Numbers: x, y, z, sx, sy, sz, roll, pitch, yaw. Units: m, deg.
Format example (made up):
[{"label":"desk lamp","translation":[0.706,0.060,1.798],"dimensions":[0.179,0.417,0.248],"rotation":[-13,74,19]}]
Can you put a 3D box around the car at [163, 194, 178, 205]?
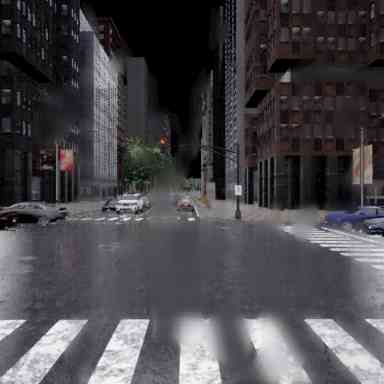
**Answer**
[{"label":"car","translation":[-3.576,1.548,60.513],"dimensions":[2.128,1.511,4.902],"rotation":[0,0,-1]}]

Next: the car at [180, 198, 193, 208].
[{"label":"car","translation":[-0.817,1.614,49.853],"dimensions":[1.802,1.307,4.206],"rotation":[0,0,-1]}]

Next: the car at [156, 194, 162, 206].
[{"label":"car","translation":[-6.717,1.398,55.792],"dimensions":[2.097,1.767,4.553],"rotation":[0,0,0]}]

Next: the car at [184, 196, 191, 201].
[{"label":"car","translation":[-1.222,1.696,93.252],"dimensions":[1.887,1.381,4.507],"rotation":[0,0,-1]}]

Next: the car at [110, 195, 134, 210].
[{"label":"car","translation":[-9.292,1.335,44.354],"dimensions":[2.192,1.841,5.009],"rotation":[0,0,-1]}]

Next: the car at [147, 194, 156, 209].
[{"label":"car","translation":[-6.634,1.375,45.591],"dimensions":[2.097,1.767,4.553],"rotation":[0,0,0]}]

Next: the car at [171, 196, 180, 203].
[{"label":"car","translation":[-3.815,1.694,75.834],"dimensions":[1.895,1.301,4.718],"rotation":[0,0,-1]}]

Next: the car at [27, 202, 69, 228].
[{"label":"car","translation":[-10.280,1.367,20.788],"dimensions":[4.902,1.511,2.128],"rotation":[1,0,0]}]

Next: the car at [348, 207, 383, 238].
[{"label":"car","translation":[11.648,1.739,17.728],"dimensions":[5.357,1.411,2.033],"rotation":[1,0,0]}]

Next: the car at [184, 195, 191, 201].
[{"label":"car","translation":[-1.171,1.574,87.827],"dimensions":[1.967,1.590,4.097],"rotation":[0,0,-1]}]

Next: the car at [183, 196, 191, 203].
[{"label":"car","translation":[-1.020,1.612,71.723],"dimensions":[1.752,1.417,4.829],"rotation":[0,0,-1]}]

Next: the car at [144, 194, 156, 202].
[{"label":"car","translation":[-9.595,1.417,76.909],"dimensions":[2.192,1.841,5.009],"rotation":[0,0,-1]}]

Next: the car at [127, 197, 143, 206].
[{"label":"car","translation":[-9.391,1.570,55.035],"dimensions":[1.752,1.417,4.829],"rotation":[0,0,-1]}]

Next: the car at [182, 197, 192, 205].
[{"label":"car","translation":[-0.918,1.603,60.703],"dimensions":[1.887,1.381,4.507],"rotation":[0,0,-1]}]

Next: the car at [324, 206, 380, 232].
[{"label":"car","translation":[10.962,1.656,20.971],"dimensions":[5.008,1.535,1.882],"rotation":[1,0,0]}]

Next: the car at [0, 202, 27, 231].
[{"label":"car","translation":[-11.829,1.335,17.525],"dimensions":[5.008,1.535,1.882],"rotation":[1,0,-1]}]

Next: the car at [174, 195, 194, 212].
[{"label":"car","translation":[-0.717,1.448,39.004],"dimensions":[1.967,1.590,4.097],"rotation":[0,0,-1]}]

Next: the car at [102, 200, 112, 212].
[{"label":"car","translation":[-9.241,1.574,38.928],"dimensions":[1.947,1.339,4.313],"rotation":[0,0,-1]}]

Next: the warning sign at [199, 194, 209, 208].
[{"label":"warning sign","translation":[1.560,1.132,42.696],"dimensions":[1.300,1.860,1.060],"rotation":[0,0,-1]}]

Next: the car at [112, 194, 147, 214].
[{"label":"car","translation":[-6.545,1.223,35.566],"dimensions":[2.150,2.045,5.566],"rotation":[0,0,-1]}]

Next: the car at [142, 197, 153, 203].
[{"label":"car","translation":[-9.544,1.669,71.482],"dimensions":[1.802,1.307,4.206],"rotation":[0,0,-1]}]
